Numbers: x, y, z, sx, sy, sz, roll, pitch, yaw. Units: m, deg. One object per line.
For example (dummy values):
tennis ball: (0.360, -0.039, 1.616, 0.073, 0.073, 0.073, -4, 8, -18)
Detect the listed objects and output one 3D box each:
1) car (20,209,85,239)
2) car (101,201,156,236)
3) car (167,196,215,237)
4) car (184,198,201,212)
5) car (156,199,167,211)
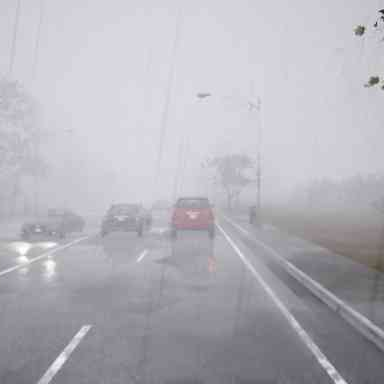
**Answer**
car: (-7.001, 1.553, 17.105, 1.994, 1.385, 4.181, 0, 0, 0)
car: (-3.440, 1.339, 18.316, 2.097, 1.767, 4.553, 0, 0, 0)
car: (0.061, 1.211, 18.004, 2.150, 2.045, 5.566, 0, 0, 1)
car: (0.093, 1.450, 38.695, 1.882, 1.535, 5.008, 0, 0, 0)
car: (-3.406, 1.520, 37.992, 2.033, 1.411, 5.357, 0, 0, 0)
